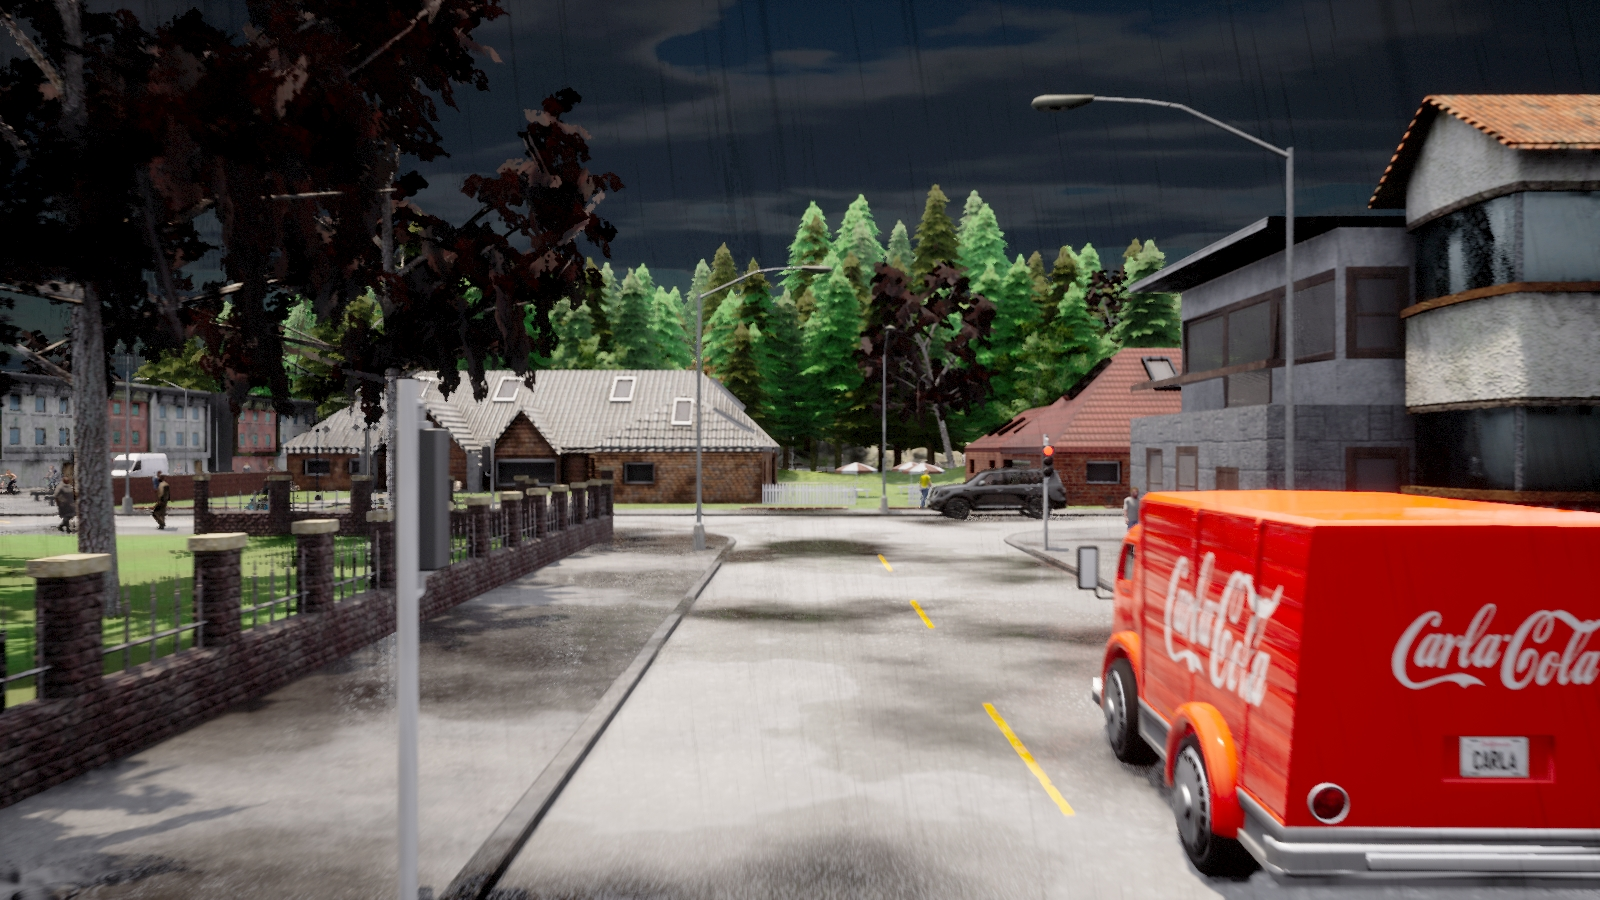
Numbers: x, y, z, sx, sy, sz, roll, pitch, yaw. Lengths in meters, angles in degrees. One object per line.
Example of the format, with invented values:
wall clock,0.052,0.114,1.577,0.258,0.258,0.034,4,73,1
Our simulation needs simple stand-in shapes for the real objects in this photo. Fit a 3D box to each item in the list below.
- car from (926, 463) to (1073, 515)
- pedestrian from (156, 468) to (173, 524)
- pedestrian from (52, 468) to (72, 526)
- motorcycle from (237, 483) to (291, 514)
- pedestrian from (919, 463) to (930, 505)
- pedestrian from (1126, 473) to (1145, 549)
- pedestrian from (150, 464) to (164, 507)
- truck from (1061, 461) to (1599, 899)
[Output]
car,8.056,1.563,46.415,5.566,2.045,2.150,0,0,-2
pedestrian,-21.221,1.525,38.137,0.375,1.860,0.375,0,0,-2
pedestrian,-23.981,1.528,37.127,0.375,1.860,0.375,0,0,3
motorcycle,-21.777,1.965,46.438,1.805,1.236,0.856,0,0,0
pedestrian,5.596,1.527,51.393,0.375,1.860,0.375,0,0,42
pedestrian,8.370,1.519,28.473,0.375,1.860,0.375,0,0,2
pedestrian,-27.970,1.521,49.694,0.375,1.860,0.375,0,0,-1
truck,3.861,1.349,8.761,2.627,2.467,5.204,0,0,1
